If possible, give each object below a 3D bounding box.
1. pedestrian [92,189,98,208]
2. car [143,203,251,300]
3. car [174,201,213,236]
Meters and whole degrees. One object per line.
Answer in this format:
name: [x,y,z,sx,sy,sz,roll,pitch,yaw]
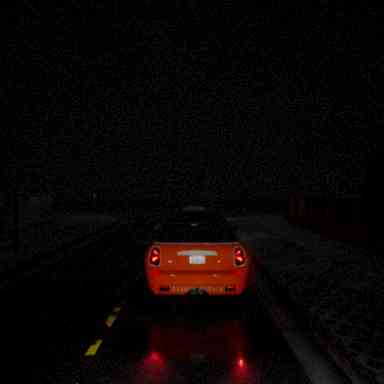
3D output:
pedestrian: [-9.700,0.627,33.256,0.375,1.860,0.375,0,0,0]
car: [0.100,1.240,8.272,2.097,1.767,4.553,0,1,0]
car: [0.085,1.290,17.823,1.812,1.442,4.674,0,1,0]
